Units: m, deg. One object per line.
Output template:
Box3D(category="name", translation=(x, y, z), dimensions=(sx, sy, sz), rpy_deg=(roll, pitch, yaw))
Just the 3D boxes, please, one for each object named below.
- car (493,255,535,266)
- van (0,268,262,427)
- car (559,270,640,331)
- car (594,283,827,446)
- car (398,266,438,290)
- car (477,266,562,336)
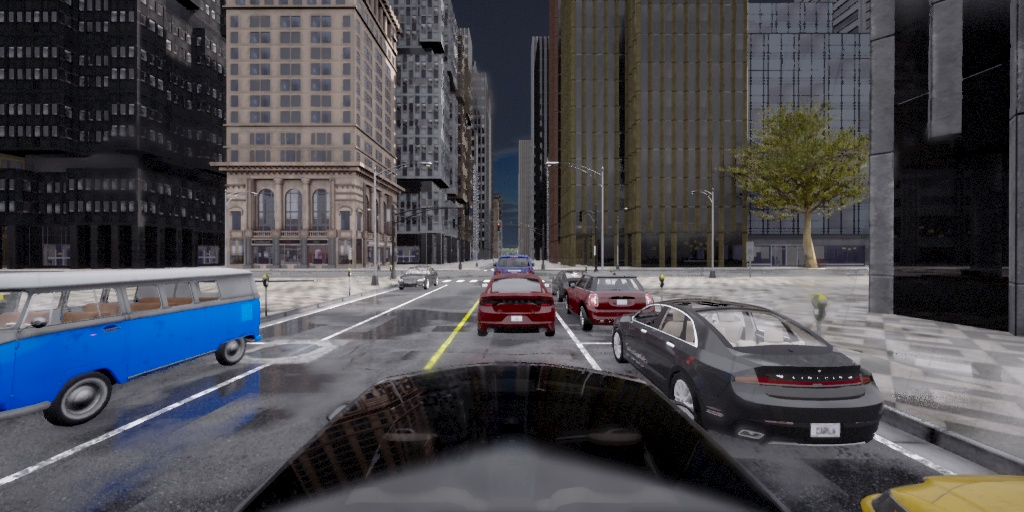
Box3D(category="car", translation=(0.110, 0.967, 20.259), dimensions=(2.150, 2.045, 5.566), rpy_deg=(0, 0, 0))
Box3D(category="van", translation=(-5.755, 1.090, 5.362), dimensions=(1.690, 1.789, 3.998), rpy_deg=(0, 0, 0))
Box3D(category="car", translation=(2.781, 1.188, 10.989), dimensions=(1.967, 1.591, 4.097), rpy_deg=(0, 0, 0))
Box3D(category="car", translation=(2.770, 1.300, 5.347), dimensions=(2.007, 1.370, 4.403), rpy_deg=(0, 0, 0))
Box3D(category="car", translation=(-5.724, 1.296, 22.285), dimensions=(2.007, 1.370, 4.403), rpy_deg=(0, 0, 0))
Box3D(category="car", translation=(0.109, 1.226, 10.375), dimensions=(1.882, 1.535, 5.008), rpy_deg=(0, 0, 0))
